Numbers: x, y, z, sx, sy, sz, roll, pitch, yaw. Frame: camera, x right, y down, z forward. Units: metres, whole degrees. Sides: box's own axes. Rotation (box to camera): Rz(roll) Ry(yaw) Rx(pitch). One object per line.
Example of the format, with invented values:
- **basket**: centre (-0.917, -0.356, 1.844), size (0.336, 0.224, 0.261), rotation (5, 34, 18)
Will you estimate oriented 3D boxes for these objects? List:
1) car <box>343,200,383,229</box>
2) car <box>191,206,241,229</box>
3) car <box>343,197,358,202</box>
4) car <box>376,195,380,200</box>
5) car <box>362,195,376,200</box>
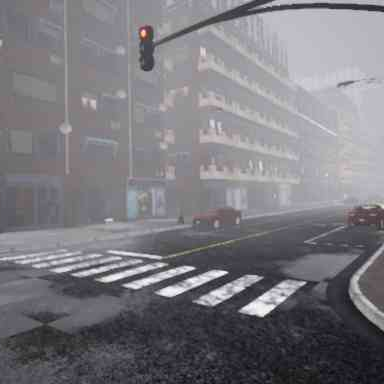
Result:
- **car**: centre (10.631, 1.400, 20.058), size (1.887, 1.381, 4.507), rotation (-1, -1, 36)
- **car**: centre (1.707, 1.629, 22.449), size (1.887, 1.381, 4.507), rotation (-1, -1, 36)
- **car**: centre (27.318, 1.455, 57.142), size (1.947, 1.339, 4.313), rotation (-1, -1, 36)
- **car**: centre (44.125, 1.336, 80.051), size (1.947, 1.339, 4.313), rotation (-1, -1, 36)
- **car**: centre (37.403, 1.399, 70.888), size (1.802, 1.307, 4.206), rotation (-1, -1, 36)
